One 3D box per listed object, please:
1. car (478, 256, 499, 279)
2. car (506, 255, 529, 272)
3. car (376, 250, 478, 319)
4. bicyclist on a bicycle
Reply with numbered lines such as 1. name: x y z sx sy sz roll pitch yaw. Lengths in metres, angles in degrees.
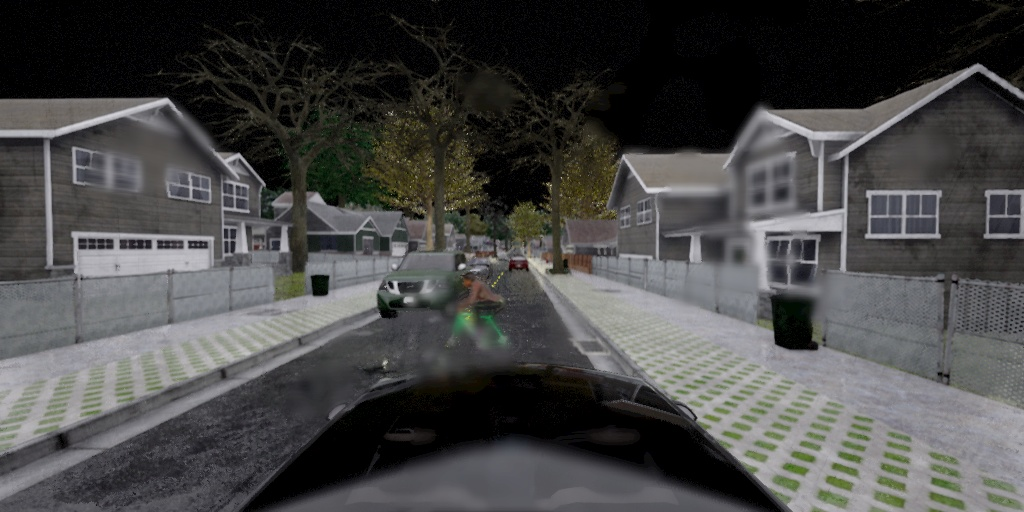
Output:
1. car: -2.402 0.869 26.759 2.128 1.511 4.902 0 1 1
2. car: 0.677 0.735 35.726 1.882 1.535 5.008 0 0 1
3. car: -2.684 0.812 12.376 2.150 2.045 5.566 0 1 1
4. bicyclist on a bicycle: -0.618 1.120 6.595 1.656 1.620 0.582 -1 1 1
